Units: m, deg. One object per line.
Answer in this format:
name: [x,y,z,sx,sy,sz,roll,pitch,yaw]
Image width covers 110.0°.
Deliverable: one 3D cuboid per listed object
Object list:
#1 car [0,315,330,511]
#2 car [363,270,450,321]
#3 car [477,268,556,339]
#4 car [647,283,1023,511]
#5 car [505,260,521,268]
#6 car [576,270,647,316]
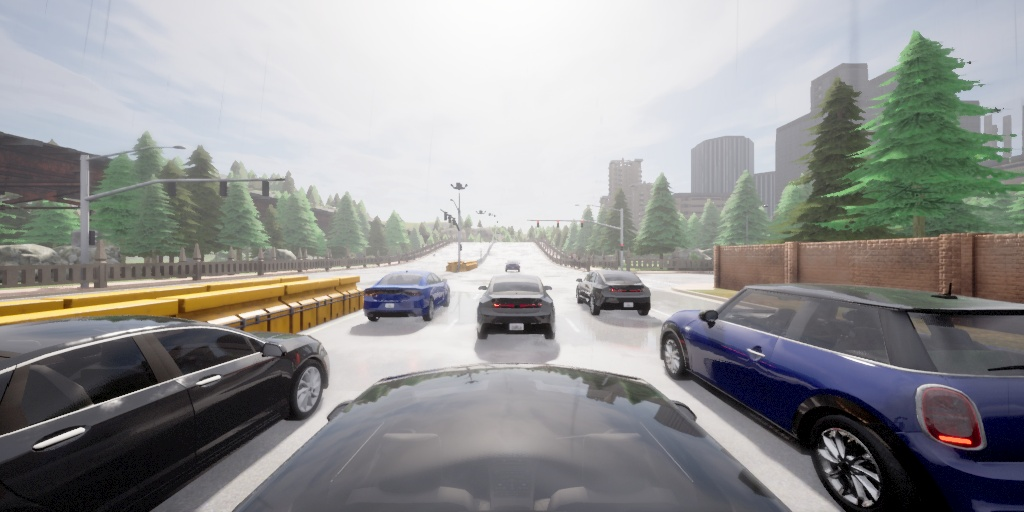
car: [-3.400,1.255,2.951,1.837,1.490,4.892,0,0,0]
car: [-3.401,1.228,12.444,1.882,1.535,5.008,0,0,0]
car: [0.098,1.255,10.021,1.837,1.490,4.892,0,0,0]
car: [3.601,1.102,4.370,2.097,1.767,4.553,0,0,0]
car: [0.081,1.276,46.237,1.812,1.442,4.674,0,0,0]
car: [3.617,1.255,13.454,1.837,1.490,4.892,0,0,1]
